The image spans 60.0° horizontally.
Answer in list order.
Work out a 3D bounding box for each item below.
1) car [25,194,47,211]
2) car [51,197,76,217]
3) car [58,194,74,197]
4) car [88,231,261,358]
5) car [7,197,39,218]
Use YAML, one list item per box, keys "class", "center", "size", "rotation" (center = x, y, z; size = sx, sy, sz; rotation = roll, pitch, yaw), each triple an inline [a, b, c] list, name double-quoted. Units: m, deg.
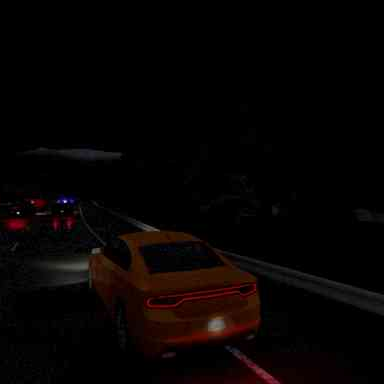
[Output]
- class: "car"
  center: [-18.826, 1.221, 39.944]
  size: [2.150, 2.045, 5.566]
  rotation: [0, 0, -19]
- class: "car"
  center: [-12.183, 1.492, 31.479]
  size: [2.128, 1.511, 4.902]
  rotation: [0, 0, -19]
- class: "car"
  center: [-15.668, 1.221, 41.358]
  size: [2.150, 2.045, 5.566]
  rotation: [0, 0, -19]
- class: "car"
  center: [-0.746, 1.478, 6.315]
  size: [1.882, 1.535, 5.008]
  rotation: [0, 0, -25]
- class: "car"
  center: [-15.348, 1.505, 30.064]
  size: [1.837, 1.490, 4.892]
  rotation: [0, 0, -20]
